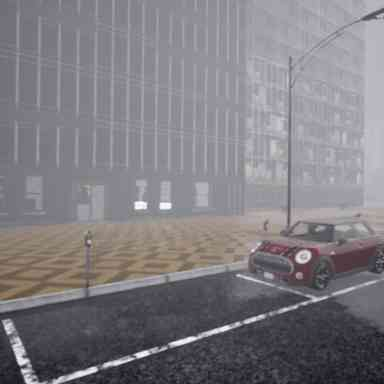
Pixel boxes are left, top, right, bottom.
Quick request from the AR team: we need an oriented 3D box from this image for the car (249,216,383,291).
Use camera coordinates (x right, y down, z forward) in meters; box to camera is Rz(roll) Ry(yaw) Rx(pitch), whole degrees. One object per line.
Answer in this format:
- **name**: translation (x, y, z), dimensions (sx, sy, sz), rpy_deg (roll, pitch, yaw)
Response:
- **car**: translation (3.440, 1.450, 9.005), dimensions (4.097, 1.590, 1.967), rpy_deg (0, 1, -36)

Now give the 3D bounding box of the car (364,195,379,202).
- **car**: translation (44.533, 1.597, 84.063), dimensions (2.192, 1.841, 5.009), rpy_deg (1, -1, -35)
